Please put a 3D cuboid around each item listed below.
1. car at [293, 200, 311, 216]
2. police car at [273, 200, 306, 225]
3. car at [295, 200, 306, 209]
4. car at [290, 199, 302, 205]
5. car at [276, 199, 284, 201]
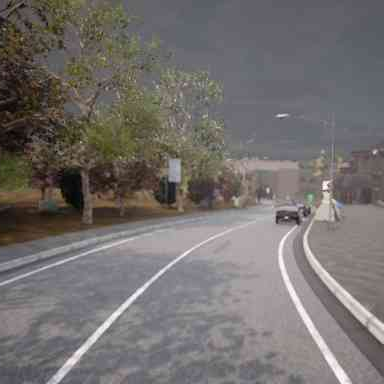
[{"bbox_3d":[11.963,2.005,37.434,1.882,1.535,5.008,2,0,22],"label":"car"},{"bbox_3d":[8.284,1.824,28.203,1.930,1.638,5.238,2,0,22],"label":"police car"},{"bbox_3d":[20.597,2.342,63.132,1.812,1.442,4.674,2,0,15],"label":"car"},{"bbox_3d":[24.328,2.332,77.899,1.994,1.385,4.181,1,0,9],"label":"car"},{"bbox_3d":[16.319,2.041,61.487,2.097,1.767,4.553,2,0,19],"label":"car"}]
